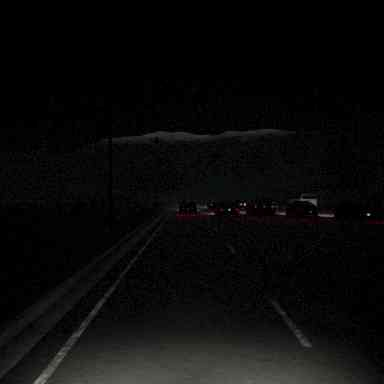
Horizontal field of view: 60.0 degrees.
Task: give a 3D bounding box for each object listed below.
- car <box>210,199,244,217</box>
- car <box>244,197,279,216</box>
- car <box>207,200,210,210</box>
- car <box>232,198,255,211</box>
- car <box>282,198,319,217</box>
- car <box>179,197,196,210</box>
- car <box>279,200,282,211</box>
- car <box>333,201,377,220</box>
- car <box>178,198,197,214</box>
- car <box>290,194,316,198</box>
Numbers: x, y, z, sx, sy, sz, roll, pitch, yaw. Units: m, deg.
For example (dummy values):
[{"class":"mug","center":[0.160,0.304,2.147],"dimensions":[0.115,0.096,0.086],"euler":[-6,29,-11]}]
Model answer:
[{"class":"car","center":[3.136,1.547,30.799],"dimensions":[2.033,1.411,5.357],"euler":[0,0,-1]},{"class":"car","center":[6.602,1.353,32.669],"dimensions":[2.097,1.767,4.553],"euler":[0,0,-1]},{"class":"car","center":[2.943,1.601,42.902],"dimensions":[1.895,1.301,4.718],"euler":[0,0,-1]},{"class":"car","center":[6.451,1.547,42.519],"dimensions":[2.033,1.411,5.357],"euler":[0,0,-1]},{"class":"car","center":[10.133,1.526,30.815],"dimensions":[1.812,1.442,4.674],"euler":[0,0,-1]},{"class":"car","center":[-0.592,1.491,44.980],"dimensions":[2.128,1.511,4.902],"euler":[0,0,-1]},{"class":"car","center":[9.962,1.491,41.795],"dimensions":[2.128,1.511,4.902],"euler":[0,0,-1]},{"class":"car","center":[13.674,1.504,28.239],"dimensions":[1.837,1.490,4.892],"euler":[0,0,-1]},{"class":"car","center":[-0.441,1.492,35.567],"dimensions":[2.128,1.511,4.902],"euler":[0,0,-1]},{"class":"car","center":[13.486,1.222,40.678],"dimensions":[2.150,2.045,5.566],"euler":[0,0,-1]}]
